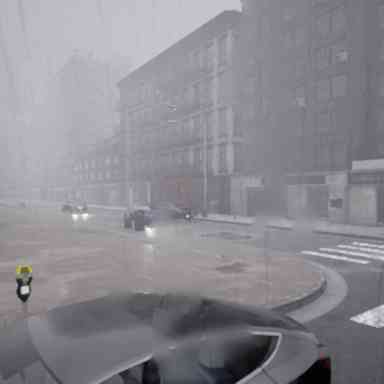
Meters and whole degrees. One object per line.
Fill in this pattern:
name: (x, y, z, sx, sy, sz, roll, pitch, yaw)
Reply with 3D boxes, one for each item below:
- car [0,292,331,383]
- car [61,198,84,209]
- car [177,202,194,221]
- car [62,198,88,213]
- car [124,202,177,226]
car: (-0.809, 1.566, 2.236, 4.313, 1.339, 1.947, 0, 0, -36)
car: (-17.665, 1.632, 49.081, 1.837, 1.490, 4.892, 0, 0, -36)
car: (-1.752, 1.552, 26.842, 1.837, 1.490, 4.892, 0, 0, -36)
car: (-13.507, 1.594, 38.240, 2.128, 1.511, 4.902, 0, 0, -35)
car: (-3.298, 1.577, 23.926, 1.812, 1.442, 4.674, 0, 0, -36)
